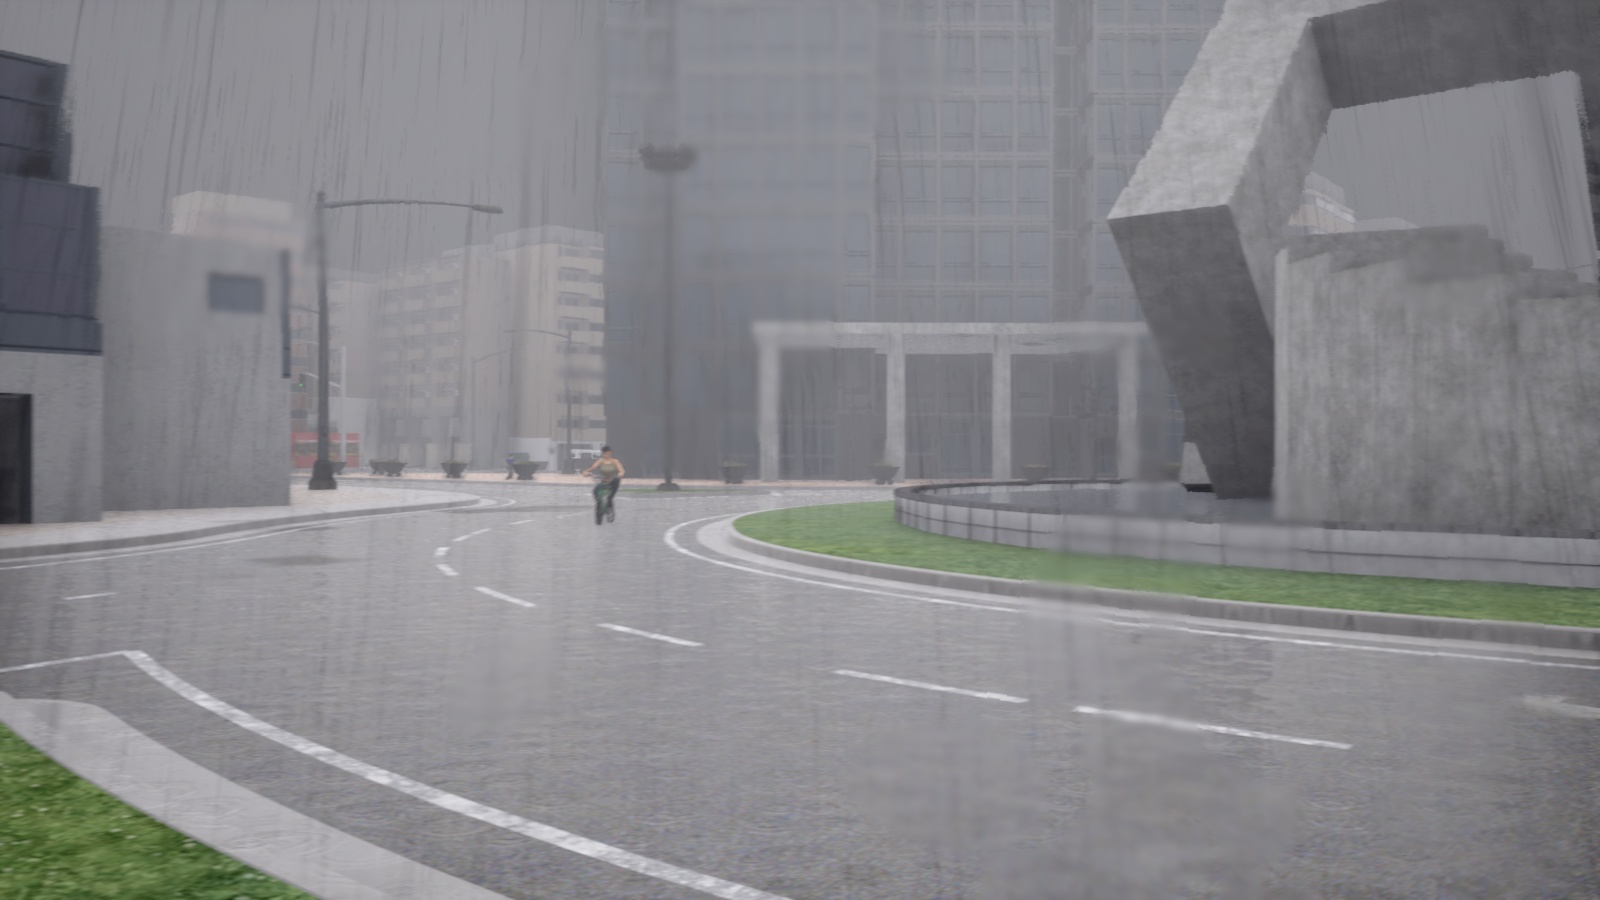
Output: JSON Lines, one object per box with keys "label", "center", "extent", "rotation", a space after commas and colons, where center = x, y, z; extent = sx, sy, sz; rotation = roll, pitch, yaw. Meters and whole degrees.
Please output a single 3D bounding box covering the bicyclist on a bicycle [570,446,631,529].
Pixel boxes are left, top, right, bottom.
{"label": "bicyclist on a bicycle", "center": [-4.010, 0.731, 25.400], "extent": [0.866, 1.612, 1.509], "rotation": [1, 0, 5]}
